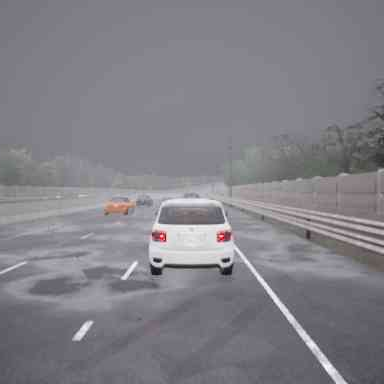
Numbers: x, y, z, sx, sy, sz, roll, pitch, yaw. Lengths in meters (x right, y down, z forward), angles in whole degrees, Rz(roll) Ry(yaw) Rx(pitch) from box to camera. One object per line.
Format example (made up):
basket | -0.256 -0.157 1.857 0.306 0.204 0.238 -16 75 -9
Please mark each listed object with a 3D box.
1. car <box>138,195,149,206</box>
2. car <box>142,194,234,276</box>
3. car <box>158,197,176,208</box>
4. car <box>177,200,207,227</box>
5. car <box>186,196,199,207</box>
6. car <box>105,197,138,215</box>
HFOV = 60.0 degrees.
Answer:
car | -6.934 1.237 48.643 2.097 1.767 4.553 0 0 0
car | -0.008 1.198 10.378 2.150 2.045 5.566 0 0 0
car | -3.442 1.437 47.149 2.033 1.411 5.357 0 0 2
car | -0.017 1.424 23.281 1.882 1.535 5.008 0 0 0
car | 0.061 1.382 50.187 1.837 1.490 4.892 0 -1 0
car | -6.924 1.278 32.376 2.097 1.767 4.553 0 0 0
